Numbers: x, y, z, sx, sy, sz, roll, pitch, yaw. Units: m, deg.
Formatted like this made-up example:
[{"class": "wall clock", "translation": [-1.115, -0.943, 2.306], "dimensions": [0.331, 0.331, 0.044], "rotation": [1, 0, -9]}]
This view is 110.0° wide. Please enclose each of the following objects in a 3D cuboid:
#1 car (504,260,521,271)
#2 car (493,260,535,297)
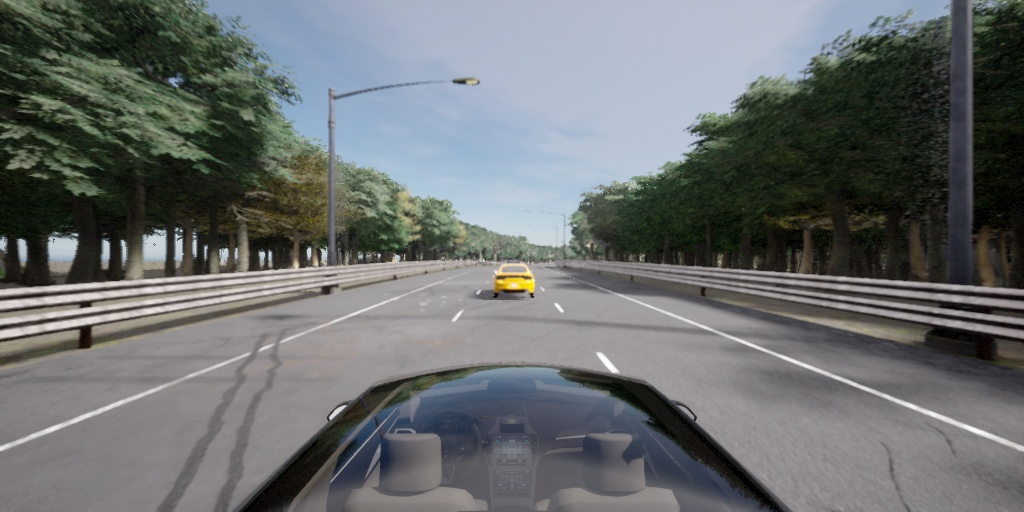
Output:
[{"class": "car", "translation": [0.116, 1.254, 49.891], "dimensions": [2.128, 1.511, 4.902], "rotation": [0, 0, 1]}, {"class": "car", "translation": [0.092, 1.135, 18.206], "dimensions": [1.882, 1.535, 5.008], "rotation": [0, 0, 0]}]
